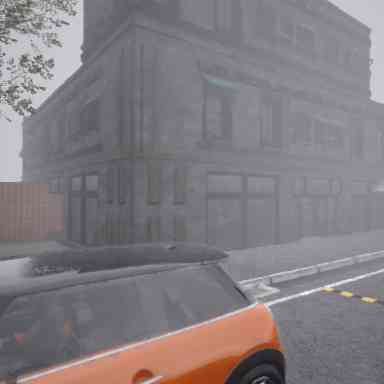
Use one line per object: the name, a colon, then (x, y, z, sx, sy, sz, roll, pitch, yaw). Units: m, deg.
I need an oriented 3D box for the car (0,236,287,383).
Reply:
car: (-1.337, 1.352, 2.732, 4.553, 1.767, 2.097, 0, 0, -36)
